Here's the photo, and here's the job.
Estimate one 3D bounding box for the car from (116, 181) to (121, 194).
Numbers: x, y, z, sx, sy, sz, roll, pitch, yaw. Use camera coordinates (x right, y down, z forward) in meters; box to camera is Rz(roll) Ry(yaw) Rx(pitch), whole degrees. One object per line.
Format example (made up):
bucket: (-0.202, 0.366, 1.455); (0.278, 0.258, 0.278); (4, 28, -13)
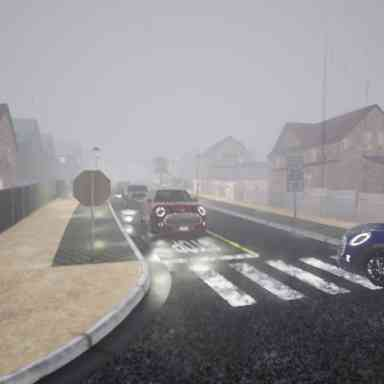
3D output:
car: (-7.764, -0.530, 38.266); (2.033, 1.411, 5.357); (0, 3, -13)

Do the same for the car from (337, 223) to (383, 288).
car: (5.598, 1.114, 7.029); (4.553, 1.767, 2.097); (4, 3, 24)

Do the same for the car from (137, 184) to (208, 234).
car: (-0.904, 0.619, 14.117); (2.097, 1.767, 4.553); (0, 3, -16)

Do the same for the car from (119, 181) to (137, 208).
car: (-3.965, 0.230, 23.767); (1.837, 1.490, 4.892); (0, 4, -16)
